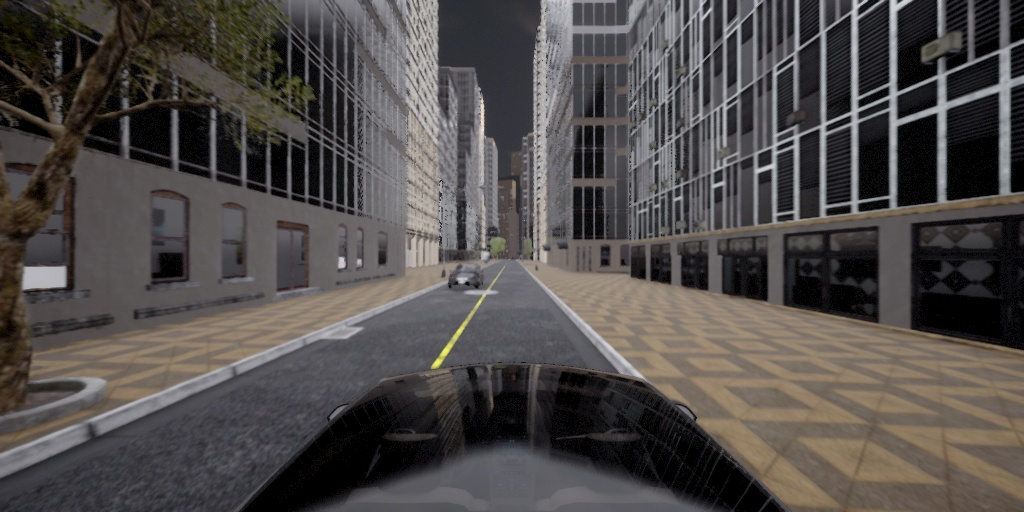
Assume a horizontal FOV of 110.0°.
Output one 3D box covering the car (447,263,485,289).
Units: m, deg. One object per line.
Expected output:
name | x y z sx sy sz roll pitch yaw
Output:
car | -2.783 1.198 22.483 2.128 1.511 4.902 0 0 1
